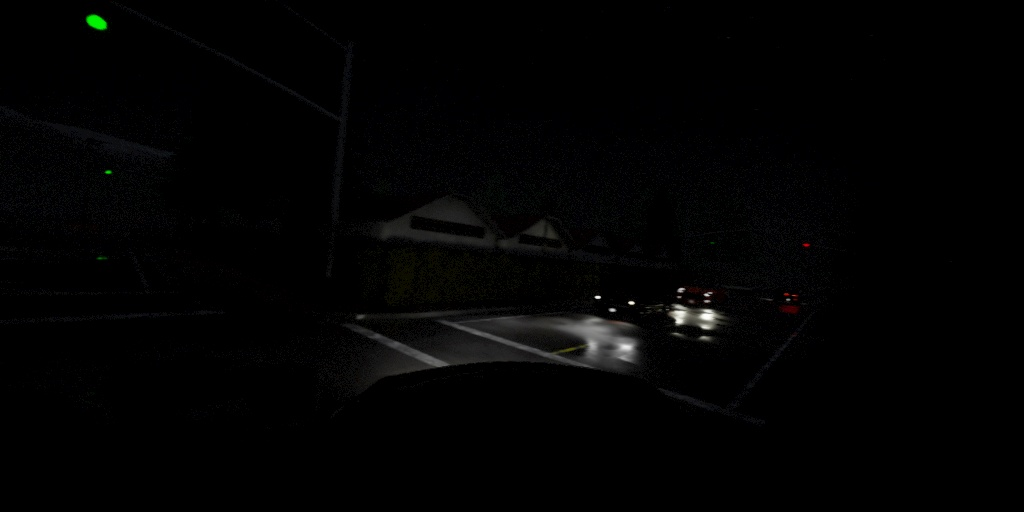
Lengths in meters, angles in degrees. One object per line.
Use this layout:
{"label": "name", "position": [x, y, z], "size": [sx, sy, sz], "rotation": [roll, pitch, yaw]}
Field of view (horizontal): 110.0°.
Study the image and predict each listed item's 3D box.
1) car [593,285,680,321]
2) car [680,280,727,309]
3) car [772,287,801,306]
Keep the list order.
{"label": "car", "position": [5.503, 1.968, 15.882], "size": [1.895, 1.301, 4.718], "rotation": [6, 0, 42]}
{"label": "car", "position": [12.622, 2.366, 23.697], "size": [2.097, 1.767, 4.553], "rotation": [6, 0, 42]}
{"label": "car", "position": [26.089, 3.765, 34.124], "size": [1.837, 1.490, 4.892], "rotation": [6, 1, 33]}
